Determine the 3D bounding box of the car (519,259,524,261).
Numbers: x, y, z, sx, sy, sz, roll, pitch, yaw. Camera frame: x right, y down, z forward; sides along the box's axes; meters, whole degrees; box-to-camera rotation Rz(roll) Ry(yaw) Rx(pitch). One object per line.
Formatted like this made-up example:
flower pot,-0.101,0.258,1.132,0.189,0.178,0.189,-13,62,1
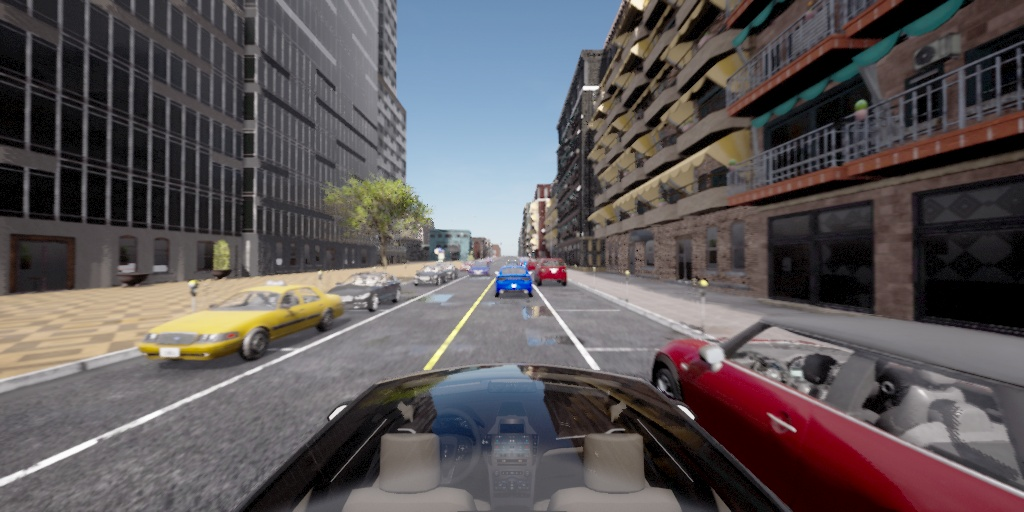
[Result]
car,0.082,1.305,39.066,1.812,1.442,4.674,0,0,0

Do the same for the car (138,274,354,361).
car,-5.693,1.284,8.369,1.751,1.417,4.829,0,0,0

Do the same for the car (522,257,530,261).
car,2.677,1.095,42.449,2.192,1.841,5.009,0,0,0

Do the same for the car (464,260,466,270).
car,-5.709,1.221,48.062,1.967,1.591,4.097,0,0,0

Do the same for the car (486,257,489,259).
car,-5.685,1.219,65.001,1.967,1.591,4.097,0,0,0

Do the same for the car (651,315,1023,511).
car,2.690,1.191,2.926,1.967,1.591,4.097,0,0,0

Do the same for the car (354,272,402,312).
car,-5.695,1.315,14.186,2.007,1.370,4.403,0,0,0

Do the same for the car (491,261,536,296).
car,0.091,1.247,19.421,1.882,1.535,5.008,0,0,0

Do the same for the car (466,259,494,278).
car,-3.061,1.304,35.034,1.812,1.442,4.674,0,0,0

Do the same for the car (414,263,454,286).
car,-5.698,1.324,25.478,2.007,1.370,4.403,0,0,0

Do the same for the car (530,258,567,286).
car,2.682,1.089,25.510,2.192,1.841,5.009,0,0,0

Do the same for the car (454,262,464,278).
car,-5.700,1.327,31.125,2.007,1.370,4.403,0,0,0
